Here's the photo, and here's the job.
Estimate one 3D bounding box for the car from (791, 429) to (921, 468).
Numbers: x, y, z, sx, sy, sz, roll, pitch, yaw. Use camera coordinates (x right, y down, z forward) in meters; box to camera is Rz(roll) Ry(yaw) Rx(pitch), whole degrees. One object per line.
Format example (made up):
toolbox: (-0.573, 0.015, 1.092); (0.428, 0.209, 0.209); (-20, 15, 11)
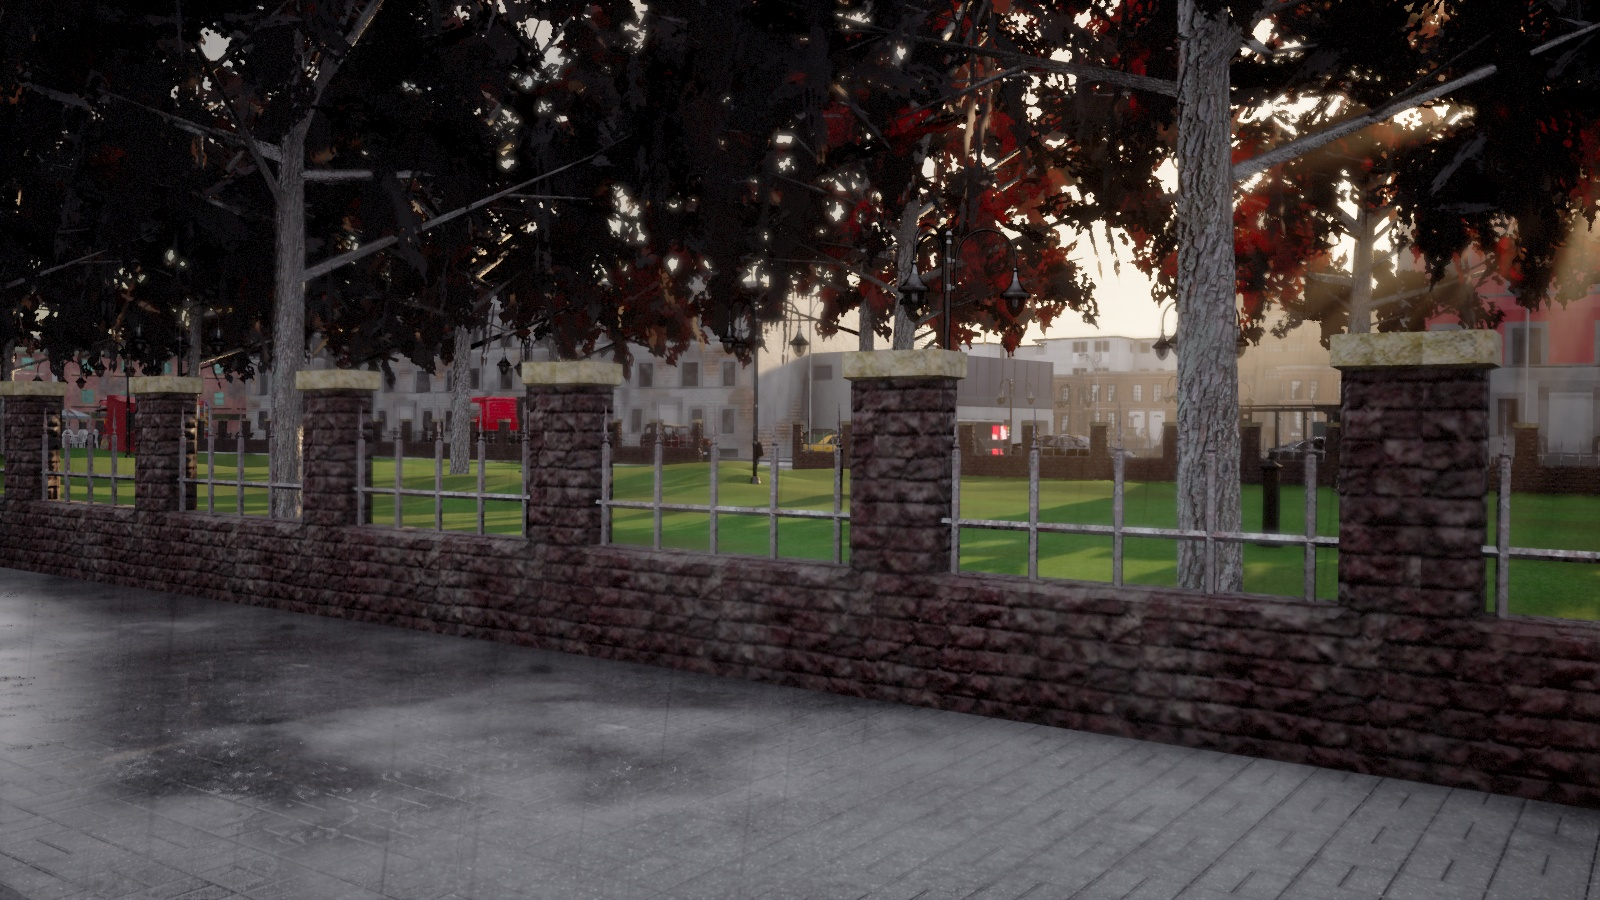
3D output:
car: (2.311, -0.076, 53.115); (5.366, 1.575, 1.801); (0, 1, 35)

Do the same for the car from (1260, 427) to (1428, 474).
car: (18.149, -0.001, 41.978); (4.892, 1.490, 1.837); (0, 1, 35)

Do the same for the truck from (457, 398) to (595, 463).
truck: (-15.417, -1.073, 70.430); (7.936, 3.462, 2.891); (0, 1, 35)

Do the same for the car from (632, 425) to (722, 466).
car: (-5.765, -0.224, 58.789); (3.866, 1.878, 1.905); (0, 1, 35)

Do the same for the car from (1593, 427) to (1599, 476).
car: (25.908, 0.024, 36.535); (4.674, 1.442, 1.812); (0, 1, 36)

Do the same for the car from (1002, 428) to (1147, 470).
car: (10.341, -0.054, 47.469); (4.902, 1.511, 2.128); (0, 1, 35)
